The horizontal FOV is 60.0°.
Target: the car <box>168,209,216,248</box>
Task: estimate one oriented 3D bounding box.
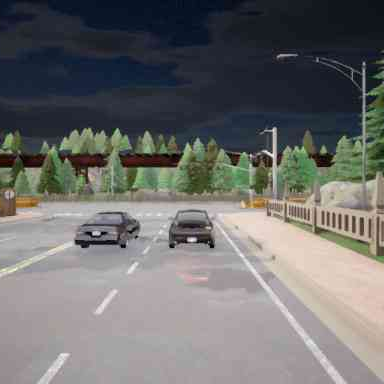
[{"bbox_3d":[0.000,1.514,14.650,1.837,1.490,4.892,0,0,0],"label":"car"}]

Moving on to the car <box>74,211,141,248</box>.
[{"bbox_3d":[-3.500,1.561,14.650,2.033,1.411,5.357,0,0,0],"label":"car"}]
